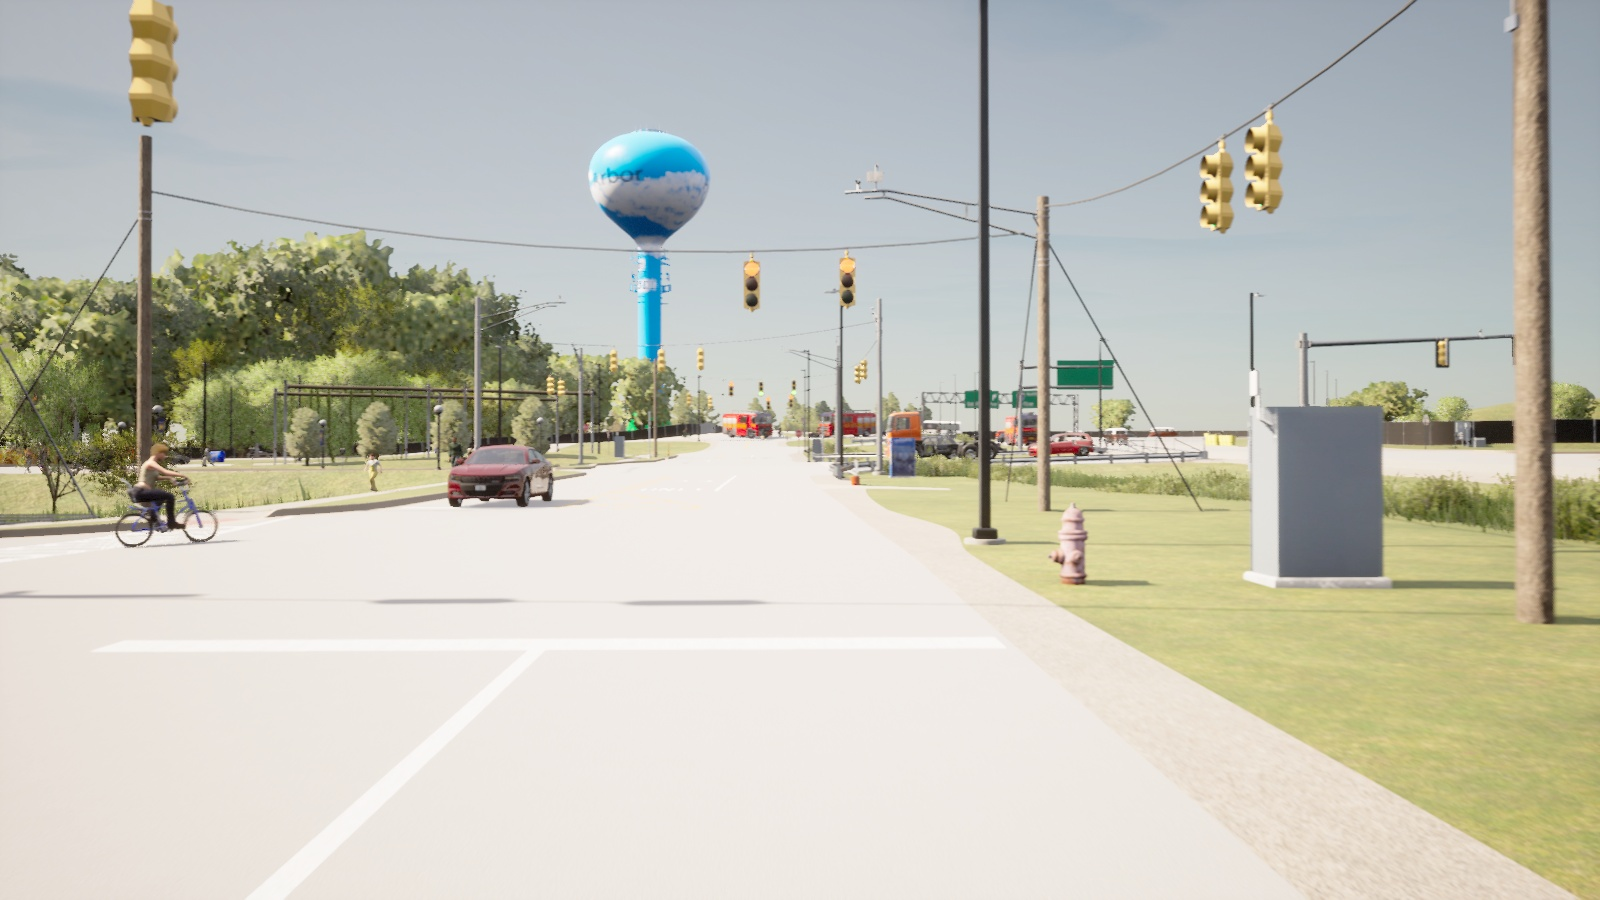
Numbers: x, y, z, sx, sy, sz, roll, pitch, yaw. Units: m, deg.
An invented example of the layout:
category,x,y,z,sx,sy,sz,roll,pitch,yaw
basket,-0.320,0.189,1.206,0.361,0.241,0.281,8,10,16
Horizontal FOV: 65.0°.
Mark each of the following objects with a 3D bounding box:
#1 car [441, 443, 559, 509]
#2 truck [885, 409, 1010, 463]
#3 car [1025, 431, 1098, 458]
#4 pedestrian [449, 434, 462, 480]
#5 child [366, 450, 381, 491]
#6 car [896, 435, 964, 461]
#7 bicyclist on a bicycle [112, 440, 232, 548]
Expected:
category,x,y,z,sx,sy,sz,roll,pitch,yaw
car,-7.525,0.603,32.006,1.882,1.535,5.008,0,0,-1
truck,9.813,-0.938,84.191,7.936,3.462,2.891,-1,1,-1
car,18.268,-0.383,87.836,4.611,1.667,2.242,-2,1,-1
pedestrian,-13.908,0.282,50.710,0.353,1.847,0.614,0,-1,-2
child,-13.296,0.646,39.170,0.270,1.263,0.437,0,-1,12
car,9.043,-0.129,87.787,4.553,1.767,2.097,0,1,2
bicyclist on a bicycle,-9.914,0.684,19.839,1.509,1.612,0.866,-2,-2,-37
